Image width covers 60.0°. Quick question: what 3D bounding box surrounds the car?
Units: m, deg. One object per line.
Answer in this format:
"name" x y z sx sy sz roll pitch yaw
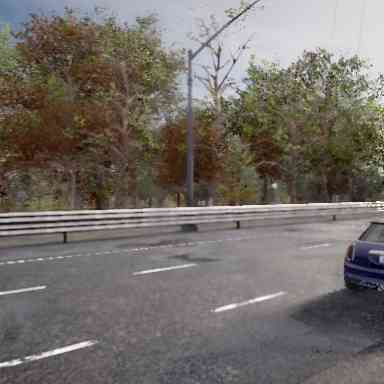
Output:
"car" 5.596 1.366 7.758 4.553 1.767 2.097 0 0 -35
